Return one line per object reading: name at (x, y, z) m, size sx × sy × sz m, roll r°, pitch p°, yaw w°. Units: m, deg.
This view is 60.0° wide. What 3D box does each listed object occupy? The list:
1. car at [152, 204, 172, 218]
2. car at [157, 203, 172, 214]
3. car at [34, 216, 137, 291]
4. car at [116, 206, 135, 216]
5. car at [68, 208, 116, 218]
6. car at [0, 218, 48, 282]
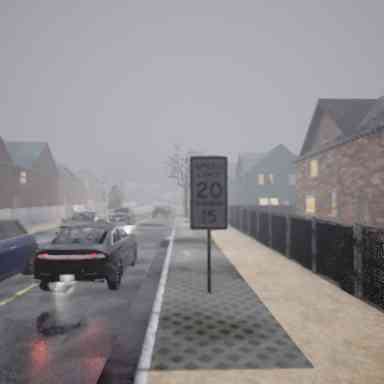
car at (-3.711, 2.304, 39.719) m, size 1.837 × 1.490 × 4.892 m, roll 0°, pitch -1°, yaw -2°
car at (-4.120, 2.516, 50.304) m, size 1.882 × 1.535 × 5.008 m, roll 0°, pitch -1°, yaw -2°
car at (-2.715, 1.647, 9.424) m, size 2.128 × 1.511 × 4.902 m, roll 0°, pitch -1°, yaw -2°
car at (-6.265, 2.093, 29.977) m, size 1.837 × 1.490 × 4.892 m, roll 0°, pitch -1°, yaw -2°
car at (-5.869, 1.832, 18.206) m, size 2.128 × 1.511 × 4.902 m, roll 0°, pitch -1°, yaw -2°
car at (-5.603, 1.482, 8.021) m, size 2.097 × 1.767 × 4.553 m, roll 0°, pitch -1°, yaw 0°
